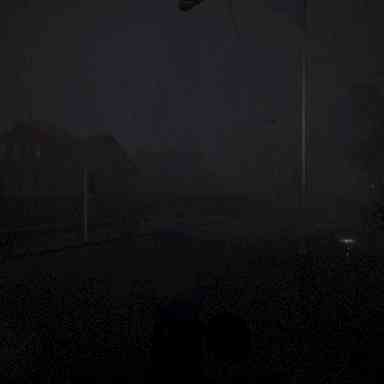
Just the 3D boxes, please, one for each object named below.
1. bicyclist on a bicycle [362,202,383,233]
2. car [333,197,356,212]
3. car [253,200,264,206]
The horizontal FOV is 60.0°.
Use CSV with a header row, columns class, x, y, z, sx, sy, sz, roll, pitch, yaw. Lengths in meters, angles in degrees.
class,x,y,z,sx,sy,sz,roll,pitch,yaw
bicyclist on a bicycle,9.638,1.349,17.023,1.656,1.620,0.582,0,0,31
car,17.989,1.352,39.148,2.097,1.767,4.553,0,0,32
car,7.350,1.356,46.532,5.357,1.415,2.033,0,0,34
